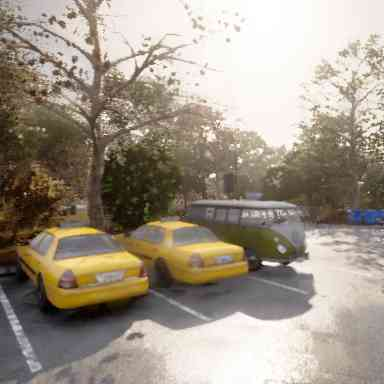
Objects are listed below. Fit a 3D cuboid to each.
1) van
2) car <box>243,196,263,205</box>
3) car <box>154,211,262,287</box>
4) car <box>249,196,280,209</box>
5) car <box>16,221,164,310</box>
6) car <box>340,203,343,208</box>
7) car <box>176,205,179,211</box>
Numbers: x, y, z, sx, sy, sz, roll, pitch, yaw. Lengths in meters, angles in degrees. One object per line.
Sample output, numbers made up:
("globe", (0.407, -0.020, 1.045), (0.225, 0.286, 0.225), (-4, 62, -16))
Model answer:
("van", (1.688, 1.275, 10.880), (1.878, 1.987, 4.442), (0, 0, -35))
("car", (11.209, 1.544, 61.467), (1.812, 1.442, 4.674), (0, 1, -14))
("car", (-0.763, 1.484, 9.503), (1.946, 1.575, 5.366), (0, 0, -35))
("car", (11.553, 1.604, 53.292), (2.097, 1.767, 4.553), (-2, 2, -36))
("car", (-2.930, 1.477, 7.958), (1.946, 1.575, 5.366), (0, 0, -36))
("car", (19.065, 1.829, 48.079), (2.033, 1.411, 5.357), (-2, 2, -35))
("car", (-1.564, 1.952, 31.825), (1.895, 1.301, 4.718), (-2, 2, -35))
